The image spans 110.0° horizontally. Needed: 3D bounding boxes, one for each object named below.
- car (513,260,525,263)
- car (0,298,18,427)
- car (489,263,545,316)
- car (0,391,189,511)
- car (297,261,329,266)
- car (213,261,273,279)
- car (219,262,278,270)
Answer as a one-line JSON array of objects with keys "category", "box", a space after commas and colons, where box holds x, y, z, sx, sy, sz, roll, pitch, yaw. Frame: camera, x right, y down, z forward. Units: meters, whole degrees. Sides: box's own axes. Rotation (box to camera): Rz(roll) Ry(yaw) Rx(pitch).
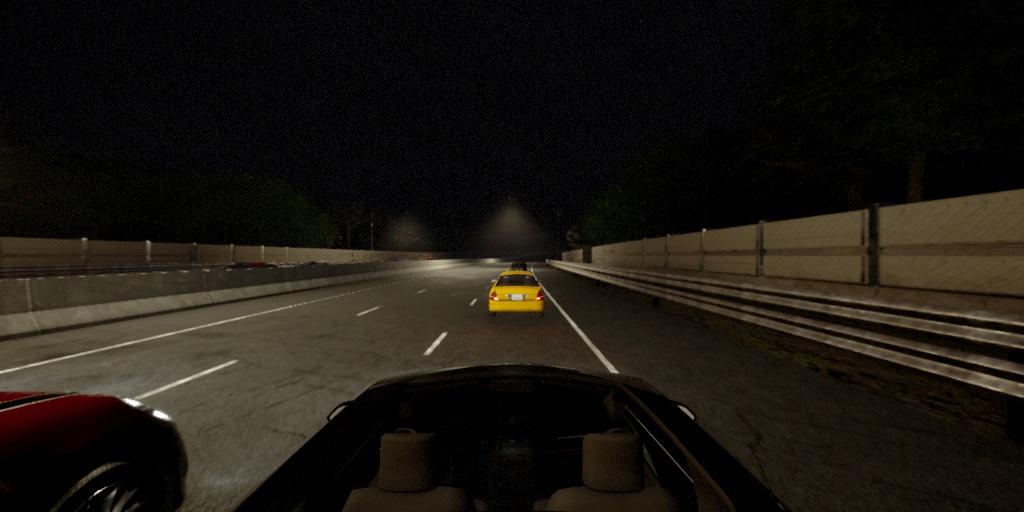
[{"category": "car", "box": [0.869, 1.272, 42.819, 2.128, 1.511, 4.902, 0, 0, 2]}, {"category": "car", "box": [-6.889, 1.251, 1.886, 1.837, 1.490, 4.892, 0, 0, 0]}, {"category": "car", "box": [0.177, 1.202, 13.244, 1.801, 1.575, 5.366, 0, 0, 1]}, {"category": "car", "box": [-3.388, 1.101, 0.687, 2.097, 1.767, 4.553, 0, 0, 0]}, {"category": "car", "box": [-20.533, 1.226, 36.739, 2.128, 1.511, 4.902, 0, 0, 2]}, {"category": "car", "box": [-24.165, 1.249, 32.424, 1.812, 1.442, 4.674, 0, 0, 2]}, {"category": "car", "box": [-17.361, 1.206, 24.012, 1.882, 1.535, 5.008, 0, 0, 1]}]
